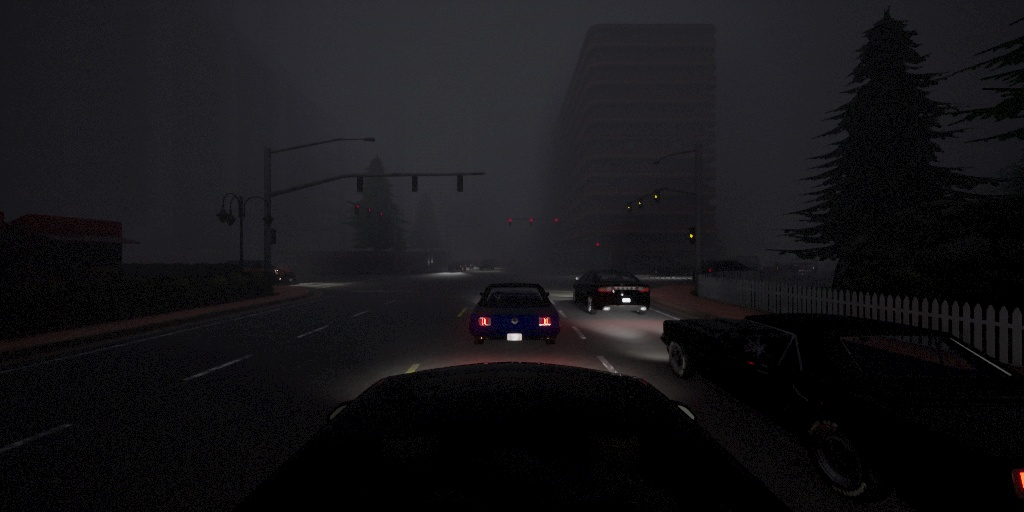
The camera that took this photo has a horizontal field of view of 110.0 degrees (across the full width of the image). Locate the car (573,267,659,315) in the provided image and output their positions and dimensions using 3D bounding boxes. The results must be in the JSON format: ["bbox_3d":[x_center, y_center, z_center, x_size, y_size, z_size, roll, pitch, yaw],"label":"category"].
[{"bbox_3d":[3.577,1.228,13.679,1.882,1.535,5.008,0,0,0],"label":"car"}]

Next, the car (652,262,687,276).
[{"bbox_3d":[16.561,1.295,36.469,4.718,1.301,1.895,0,0,-14],"label":"car"}]

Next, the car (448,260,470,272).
[{"bbox_3d":[-7.137,1.351,47.040,1.895,1.301,4.718,0,0,0],"label":"car"}]

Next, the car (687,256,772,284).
[{"bbox_3d":[15.310,1.046,25.382,4.553,1.767,2.097,0,0,-9],"label":"car"}]

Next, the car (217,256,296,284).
[{"bbox_3d":[-17.238,1.047,24.292,4.553,1.767,2.097,0,0,0],"label":"car"}]

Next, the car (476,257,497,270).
[{"bbox_3d":[-3.638,1.228,51.939,1.882,1.535,5.008,0,0,0],"label":"car"}]

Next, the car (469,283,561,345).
[{"bbox_3d":[0.067,1.351,9.471,1.895,1.301,4.718,0,0,0],"label":"car"}]

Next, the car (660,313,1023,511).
[{"bbox_3d":[3.598,1.351,4.359,1.895,1.301,4.718,0,0,0],"label":"car"}]

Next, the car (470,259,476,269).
[{"bbox_3d":[-7.136,1.297,56.692,2.033,1.411,5.357,0,0,0],"label":"car"}]

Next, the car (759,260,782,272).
[{"bbox_3d":[33.344,1.220,46.202,1.812,1.442,4.674,0,0,42],"label":"car"}]

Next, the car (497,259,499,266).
[{"bbox_3d":[-3.623,1.255,62.038,1.837,1.490,4.892,0,0,0],"label":"car"}]

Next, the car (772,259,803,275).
[{"bbox_3d":[27.890,1.295,37.389,4.718,1.301,1.895,0,0,-31],"label":"car"}]

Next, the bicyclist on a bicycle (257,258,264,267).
[{"bbox_3d":[-27.918,0.996,39.698,0.582,1.620,1.656,0,0,0],"label":"bicyclist on a bicycle"}]

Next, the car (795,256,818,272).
[{"bbox_3d":[35.534,0.916,43.433,2.150,2.045,5.566,0,0,44],"label":"car"}]
